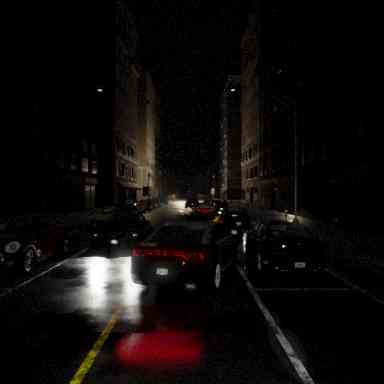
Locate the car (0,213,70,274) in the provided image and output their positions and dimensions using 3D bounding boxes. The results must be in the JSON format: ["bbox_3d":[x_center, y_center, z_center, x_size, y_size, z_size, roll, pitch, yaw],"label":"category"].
[{"bbox_3d":[-5.381,1.440,10.329,1.967,1.590,4.097,0,0,0],"label":"car"}]

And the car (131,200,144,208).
[{"bbox_3d":[-5.368,1.565,26.567,1.947,1.339,4.313,0,0,0],"label":"car"}]

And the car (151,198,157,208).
[{"bbox_3d":[-5.359,1.581,37.392,1.802,1.307,4.206,0,0,0],"label":"car"}]

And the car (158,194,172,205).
[{"bbox_3d":[-5.341,1.301,59.043,2.192,1.841,5.009,0,0,0],"label":"car"}]

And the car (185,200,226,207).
[{"bbox_3d":[0.733,1.456,19.054,1.801,1.575,5.366,0,0,2],"label":"car"}]

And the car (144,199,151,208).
[{"bbox_3d":[-5.364,1.525,31.809,1.752,1.417,4.829,0,0,0],"label":"car"}]

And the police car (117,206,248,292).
[{"bbox_3d":[0.148,1.425,9.277,1.930,1.638,5.238,0,0,17],"label":"police car"}]

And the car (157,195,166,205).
[{"bbox_3d":[-5.350,1.544,48.218,2.008,1.369,4.403,0,0,0],"label":"car"}]

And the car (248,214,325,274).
[{"bbox_3d":[2.644,1.551,10.313,2.008,1.369,4.403,0,0,0],"label":"car"}]

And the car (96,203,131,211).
[{"bbox_3d":[-5.372,1.525,20.984,1.752,1.417,4.829,0,0,0],"label":"car"}]

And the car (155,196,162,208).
[{"bbox_3d":[-5.354,1.547,42.805,2.008,1.369,4.403,0,0,0],"label":"car"}]

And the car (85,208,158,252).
[{"bbox_3d":[-2.738,1.564,13.672,1.994,1.385,4.181,0,0,0],"label":"car"}]

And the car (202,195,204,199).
[{"bbox_3d":[2.675,1.519,48.373,1.752,1.417,4.829,0,0,0],"label":"car"}]

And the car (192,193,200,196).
[{"bbox_3d":[0.046,1.464,59.389,1.882,1.535,5.008,0,0,0],"label":"car"}]

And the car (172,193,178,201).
[{"bbox_3d":[-5.320,1.519,85.507,2.008,1.369,4.403,0,0,0],"label":"car"}]

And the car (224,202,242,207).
[{"bbox_3d":[2.653,1.551,21.139,2.008,1.369,4.403,0,0,0],"label":"car"}]

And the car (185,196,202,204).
[{"bbox_3d":[0.042,1.559,45.546,1.994,1.385,4.181,0,0,0],"label":"car"}]
